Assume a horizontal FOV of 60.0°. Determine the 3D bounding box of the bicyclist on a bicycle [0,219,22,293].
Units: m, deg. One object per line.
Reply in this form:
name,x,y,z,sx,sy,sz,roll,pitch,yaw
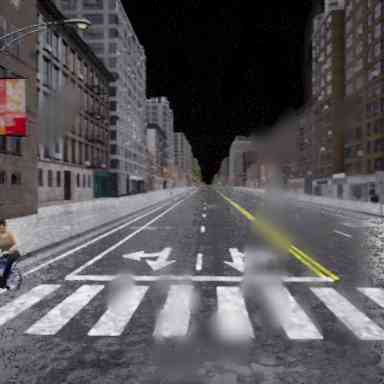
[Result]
bicyclist on a bicycle,-3.849,1.364,6.678,0.866,1.612,1.509,0,1,2
